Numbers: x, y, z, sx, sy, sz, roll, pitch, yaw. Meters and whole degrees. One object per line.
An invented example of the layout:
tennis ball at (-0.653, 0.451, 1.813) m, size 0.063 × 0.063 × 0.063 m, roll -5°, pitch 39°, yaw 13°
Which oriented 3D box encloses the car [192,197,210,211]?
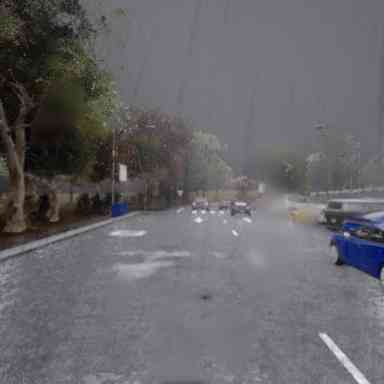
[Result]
car at (1.130, 1.435, 41.983) m, size 2.097 × 1.767 × 4.553 m, roll 1°, pitch 0°, yaw 4°

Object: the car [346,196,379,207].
car at (32.592, 1.765, 63.777) m, size 2.435 × 2.045 × 5.566 m, roll 1°, pitch -1°, yaw -20°

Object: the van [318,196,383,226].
van at (9.925, 1.412, 19.166) m, size 4.442 × 1.987 × 1.878 m, roll 2°, pitch 0°, yaw -19°

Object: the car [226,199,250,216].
car at (4.812, 1.640, 33.968) m, size 1.812 × 1.442 × 4.674 m, roll 1°, pitch 0°, yaw 2°

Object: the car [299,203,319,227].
car at (9.889, 1.681, 22.124) m, size 4.674 × 1.452 × 2.002 m, roll 2°, pitch 0°, yaw -19°

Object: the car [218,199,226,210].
car at (5.037, 1.685, 44.659) m, size 2.033 × 1.411 × 5.357 m, roll 1°, pitch 0°, yaw 21°

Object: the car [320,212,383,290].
car at (5.372, 1.555, 8.911) m, size 1.882 × 1.535 × 5.008 m, roll 1°, pitch 0°, yaw 1°

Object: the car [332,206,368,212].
car at (9.725, 1.628, 16.124) m, size 5.008 × 1.535 × 2.097 m, roll 2°, pitch 0°, yaw -19°

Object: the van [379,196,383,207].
van at (38.573, 1.870, 63.908) m, size 1.878 × 1.987 × 4.442 m, roll 1°, pitch -1°, yaw -20°

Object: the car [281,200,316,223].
car at (9.781, 1.639, 25.069) m, size 5.366 × 1.575 × 1.946 m, roll 2°, pitch 0°, yaw -19°

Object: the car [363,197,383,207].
car at (35.589, 1.930, 63.830) m, size 2.185 × 1.767 × 4.553 m, roll 1°, pitch -1°, yaw -20°

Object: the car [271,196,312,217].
car at (10.125, 1.409, 31.156) m, size 5.566 × 2.045 × 2.435 m, roll 2°, pitch 0°, yaw -19°

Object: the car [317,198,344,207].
car at (26.505, 1.968, 63.809) m, size 2.163 × 1.488 × 4.792 m, roll 1°, pitch -1°, yaw -20°

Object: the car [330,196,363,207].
car at (29.532, 1.726, 63.816) m, size 2.435 × 2.045 × 5.566 m, roll 1°, pitch -1°, yaw -20°

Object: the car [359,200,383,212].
car at (26.399, 1.931, 46.861) m, size 2.163 × 1.488 × 4.792 m, roll 0°, pitch 1°, yaw -20°

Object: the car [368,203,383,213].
car at (9.690, 1.497, 13.121) m, size 4.553 × 1.767 × 2.185 m, roll 2°, pitch 0°, yaw -19°
